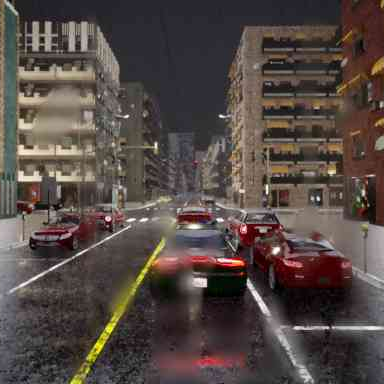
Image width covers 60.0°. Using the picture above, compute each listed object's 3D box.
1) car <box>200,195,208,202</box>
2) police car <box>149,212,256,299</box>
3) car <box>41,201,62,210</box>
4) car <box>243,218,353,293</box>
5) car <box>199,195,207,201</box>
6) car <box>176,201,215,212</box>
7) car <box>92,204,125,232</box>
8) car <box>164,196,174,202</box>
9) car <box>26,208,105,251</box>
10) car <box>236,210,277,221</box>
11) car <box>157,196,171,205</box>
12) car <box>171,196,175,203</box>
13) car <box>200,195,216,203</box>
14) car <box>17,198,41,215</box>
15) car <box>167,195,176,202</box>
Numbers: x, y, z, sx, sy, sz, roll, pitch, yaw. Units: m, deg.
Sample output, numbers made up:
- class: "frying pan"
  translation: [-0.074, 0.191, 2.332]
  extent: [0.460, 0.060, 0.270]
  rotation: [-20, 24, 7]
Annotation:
- class: "car"
  translation: [2.834, 1.557, 80.594]
  extent: [1.887, 1.381, 4.507]
  rotation: [1, 0, 0]
- class: "police car"
  translation: [0.124, 1.507, 8.575]
  extent: [2.038, 1.542, 4.974]
  rotation: [0, 0, 0]
- class: "car"
  translation: [-17.499, 1.591, 39.120]
  extent: [4.313, 1.339, 1.947]
  rotation: [0, -1, 0]
- class: "car"
  translation: [2.600, 1.584, 8.592]
  extent: [1.802, 1.307, 4.206]
  rotation: [1, 0, 0]
- class: "car"
  translation: [2.852, 1.564, 86.265]
  extent: [2.008, 1.369, 4.403]
  rotation: [1, 0, 0]
- class: "car"
  translation: [0.125, 1.482, 19.036]
  extent: [1.882, 1.535, 5.008]
  rotation: [0, 0, 0]
- class: "car"
  translation: [-5.251, 1.445, 19.693]
  extent: [1.967, 1.590, 4.097]
  rotation: [1, 0, 0]
- class: "car"
  translation: [-5.065, 1.578, 74.919]
  extent: [1.947, 1.339, 4.313]
  rotation: [1, 0, 0]
- class: "car"
  translation: [-5.267, 1.585, 14.144]
  extent: [1.802, 1.307, 4.206]
  rotation: [1, 0, 0]
- class: "car"
  translation: [2.620, 1.444, 14.141]
  extent: [1.967, 1.590, 4.097]
  rotation: [1, 0, 0]
- class: "car"
  translation: [-5.121, 1.535, 57.736]
  extent: [1.752, 1.417, 4.829]
  rotation: [1, 0, 0]
- class: "car"
  translation: [-5.084, 1.537, 69.078]
  extent: [1.752, 1.417, 4.829]
  rotation: [1, 0, 0]
- class: "car"
  translation: [2.742, 1.560, 52.240]
  extent: [2.008, 1.369, 4.403]
  rotation: [1, 0, 0]
- class: "car"
  translation: [-17.462, 1.241, 31.244]
  extent: [5.009, 1.841, 2.192]
  rotation: [0, -1, 0]
- class: "car"
  translation: [-5.047, 1.557, 80.590]
  extent: [1.887, 1.381, 4.507]
  rotation: [1, 0, 0]
